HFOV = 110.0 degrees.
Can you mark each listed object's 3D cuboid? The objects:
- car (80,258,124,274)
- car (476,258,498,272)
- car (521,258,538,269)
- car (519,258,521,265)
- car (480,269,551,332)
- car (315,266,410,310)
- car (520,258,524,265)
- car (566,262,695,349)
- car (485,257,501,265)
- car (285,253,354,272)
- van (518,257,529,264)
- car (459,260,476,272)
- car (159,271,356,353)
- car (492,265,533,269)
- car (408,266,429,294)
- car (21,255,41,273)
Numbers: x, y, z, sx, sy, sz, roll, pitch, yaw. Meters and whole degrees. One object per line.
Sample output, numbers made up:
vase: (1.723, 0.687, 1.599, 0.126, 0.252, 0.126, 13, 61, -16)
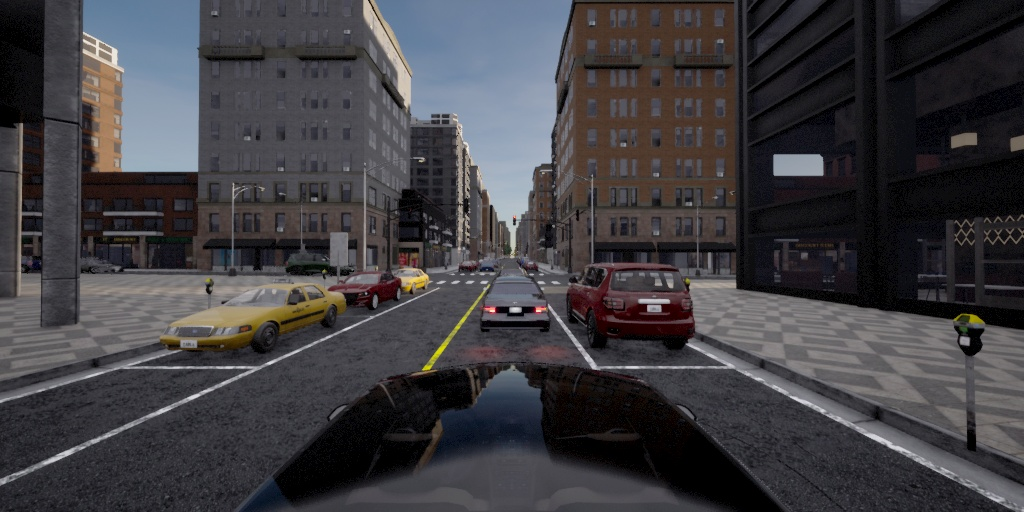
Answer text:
car: (-37.186, 0.907, 31.563, 4.902, 1.511, 2.128, 1, -1, 0)
car: (-3.246, 1.308, 46.796, 2.033, 1.411, 5.357, 0, 0, -4)
car: (2.545, 1.343, 47.370, 1.802, 1.307, 4.207, 0, 0, 0)
car: (2.514, 1.347, 58.717, 1.802, 1.307, 4.207, 0, 0, 0)
car: (0.067, 1.300, 10.833, 2.033, 1.411, 5.357, 0, 0, 0)
car: (-5.892, 1.298, 14.712, 1.888, 1.381, 4.507, 0, 0, 0)
car: (2.529, 1.345, 53.043, 1.802, 1.307, 4.207, 0, 0, 0)
car: (2.649, 1.066, 9.102, 2.192, 1.841, 5.009, 0, 0, 0)
car: (-3.233, 1.329, 58.778, 1.994, 1.385, 4.181, 0, 0, 1)
car: (-16.769, 0.822, 31.493, 5.566, 2.045, 2.150, 1, -1, 0)
van: (2.499, 1.108, 64.390, 1.690, 1.789, 3.998, 0, 0, 0)
car: (-5.981, 1.306, 47.356, 1.888, 1.381, 4.507, 0, 0, 0)
car: (-5.876, 1.277, 8.917, 1.751, 1.417, 4.829, 0, 0, 0)
car: (0.019, 1.355, 20.560, 1.895, 1.301, 4.718, 0, 0, 0)
car: (-5.907, 1.279, 20.166, 1.751, 1.417, 4.829, 0, 0, 0)
car: (-47.615, 0.705, 34.735, 4.553, 1.767, 2.097, 1, -1, 1)
